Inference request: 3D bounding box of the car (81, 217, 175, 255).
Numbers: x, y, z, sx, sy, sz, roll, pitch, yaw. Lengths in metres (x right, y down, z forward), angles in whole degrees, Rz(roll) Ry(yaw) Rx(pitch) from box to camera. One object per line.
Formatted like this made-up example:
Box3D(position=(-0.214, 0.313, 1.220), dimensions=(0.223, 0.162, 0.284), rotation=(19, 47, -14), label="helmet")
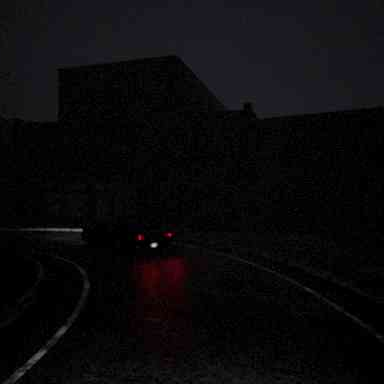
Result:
Box3D(position=(-2.853, 1.680, 13.827), dimensions=(1.895, 1.301, 4.718), rotation=(0, -1, -41), label="car")
